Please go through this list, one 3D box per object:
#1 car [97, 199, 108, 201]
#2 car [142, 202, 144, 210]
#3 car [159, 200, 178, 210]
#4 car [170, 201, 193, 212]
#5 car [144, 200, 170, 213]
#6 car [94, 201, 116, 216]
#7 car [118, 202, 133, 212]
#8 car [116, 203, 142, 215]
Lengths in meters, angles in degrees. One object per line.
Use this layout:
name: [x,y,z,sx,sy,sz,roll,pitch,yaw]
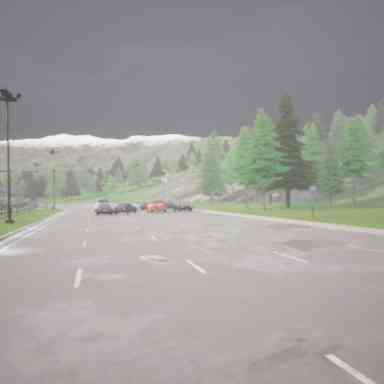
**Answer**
car: [-14.119,2.079,52.498,2.150,2.045,5.566,-1,-1,-16]
car: [-7.390,2.264,54.448,1.994,1.385,4.181,-1,-1,-16]
car: [-4.035,2.170,55.440,2.033,1.411,5.357,-1,-1,-16]
car: [-1.315,2.067,46.243,1.895,1.301,4.718,-1,-1,-16]
car: [-4.973,1.913,46.240,2.097,1.767,4.553,-1,-1,-16]
car: [-11.264,2.257,42.818,1.994,1.385,4.181,-1,-1,-17]
car: [-10.753,2.380,53.486,1.895,1.301,4.718,-1,-1,-16]
car: [-8.776,2.187,44.046,2.033,1.411,5.357,-2,-1,7]
